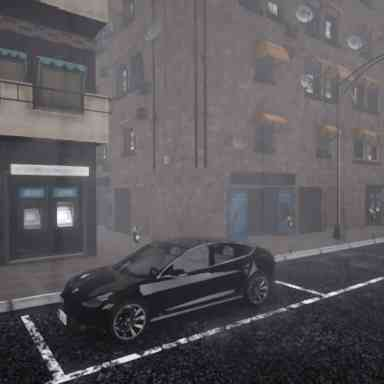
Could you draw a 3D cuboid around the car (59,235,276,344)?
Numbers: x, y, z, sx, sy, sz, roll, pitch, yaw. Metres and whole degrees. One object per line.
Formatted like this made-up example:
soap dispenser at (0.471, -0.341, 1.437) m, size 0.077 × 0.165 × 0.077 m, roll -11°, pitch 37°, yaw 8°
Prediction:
car at (-0.224, 1.565, 6.415) m, size 4.313 × 1.339 × 1.947 m, roll 0°, pitch 0°, yaw -36°
